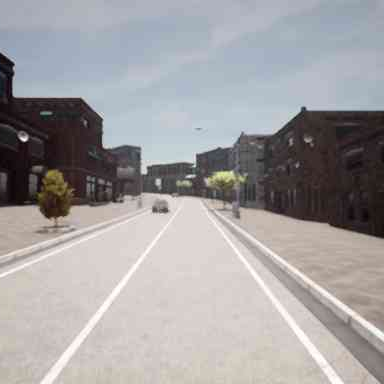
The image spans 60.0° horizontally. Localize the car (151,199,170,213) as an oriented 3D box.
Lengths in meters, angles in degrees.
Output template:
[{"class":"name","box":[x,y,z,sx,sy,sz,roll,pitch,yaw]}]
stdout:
[{"class":"car","box":[-3.618,1.665,38.871,1.837,1.490,4.892,0,0,0]}]
